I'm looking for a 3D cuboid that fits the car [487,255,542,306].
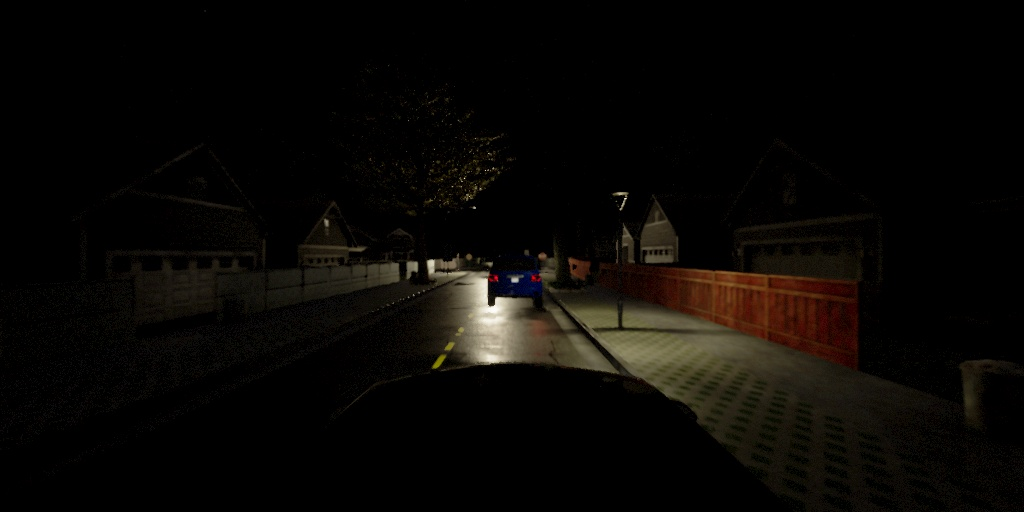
[{"bbox_3d":[0.100,0.973,15.744,2.150,2.045,5.566,0,0,0],"label":"car"}]
